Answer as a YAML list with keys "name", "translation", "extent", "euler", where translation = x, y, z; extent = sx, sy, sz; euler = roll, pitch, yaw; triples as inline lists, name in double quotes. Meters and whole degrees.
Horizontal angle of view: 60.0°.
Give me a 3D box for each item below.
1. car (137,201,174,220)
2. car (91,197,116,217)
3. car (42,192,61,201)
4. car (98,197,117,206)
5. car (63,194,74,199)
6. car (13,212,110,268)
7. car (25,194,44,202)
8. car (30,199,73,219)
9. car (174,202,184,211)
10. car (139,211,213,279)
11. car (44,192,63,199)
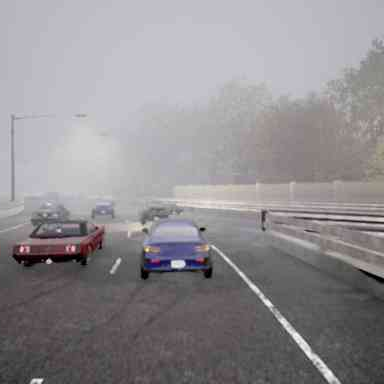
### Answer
- name: "car"
  translation: [-2.740, 1.436, 23.454]
  extent: [1.837, 1.490, 4.892]
  euler: [0, 0, -13]
- name: "car"
  translation: [-7.857, 1.454, 29.407]
  extent: [1.812, 1.442, 4.674]
  euler: [0, 0, -15]
- name: "car"
  translation: [-33.674, 1.068, 79.764]
  extent: [5.566, 2.045, 2.150]
  euler: [0, 0, 45]
- name: "car"
  translation: [-13.414, 1.468, 52.391]
  extent: [1.895, 1.301, 4.718]
  euler: [0, 0, -28]
- name: "car"
  translation: [-27.717, 1.224, 73.392]
  extent: [1.812, 1.442, 4.674]
  euler: [0, 0, -43]
- name: "car"
  translation: [-4.157, 1.576, 11.256]
  extent: [1.895, 1.301, 4.718]
  euler: [0, 0, -7]
- name: "car"
  translation: [-32.999, 1.211, 68.798]
  extent: [1.882, 1.535, 5.008]
  euler: [0, 0, -43]
- name: "car"
  translation: [-9.805, 1.501, 23.321]
  extent: [2.033, 1.411, 5.357]
  euler: [0, 0, -13]
- name: "car"
  translation: [-2.697, 1.504, 31.376]
  extent: [1.895, 1.301, 4.718]
  euler: [0, 0, -31]
- name: "car"
  translation: [-0.514, 1.496, 9.864]
  extent: [1.812, 1.442, 4.674]
  euler: [0, -1, -5]
- name: "car"
  translation: [-30.379, 0.942, 71.116]
  extent: [2.150, 2.045, 5.566]
  euler: [0, 0, -43]
